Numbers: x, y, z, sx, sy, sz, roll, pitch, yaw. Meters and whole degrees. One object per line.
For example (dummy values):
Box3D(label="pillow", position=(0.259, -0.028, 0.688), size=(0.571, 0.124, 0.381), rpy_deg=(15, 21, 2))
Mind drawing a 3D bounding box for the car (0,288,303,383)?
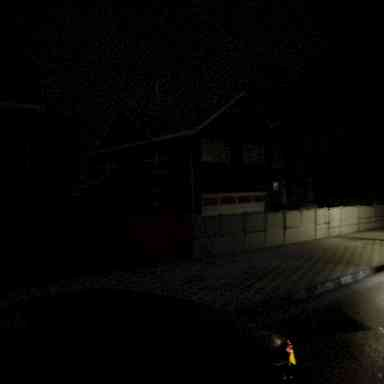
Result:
Box3D(label="car", position=(-1.031, 1.569, 2.469), size=(4.181, 1.385, 1.994), rpy_deg=(0, 0, -37))
